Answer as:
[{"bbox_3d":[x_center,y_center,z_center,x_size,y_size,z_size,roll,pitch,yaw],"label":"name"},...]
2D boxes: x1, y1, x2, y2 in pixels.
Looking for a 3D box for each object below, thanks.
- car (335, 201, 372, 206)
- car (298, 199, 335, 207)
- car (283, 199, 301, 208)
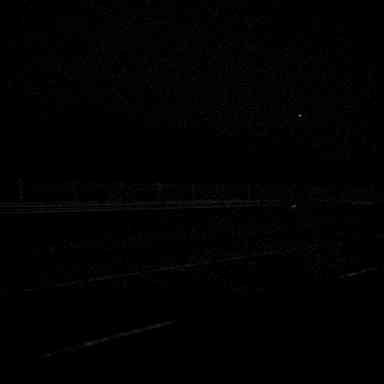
[{"bbox_3d":[16.556,1.589,32.966,4.674,1.442,1.812,0,0,-35],"label":"car"},{"bbox_3d":[13.827,1.663,35.320,4.718,1.301,1.895,0,0,-35],"label":"car"},{"bbox_3d":[12.710,1.569,38.817,4.892,1.490,1.837,0,0,-35],"label":"car"}]
